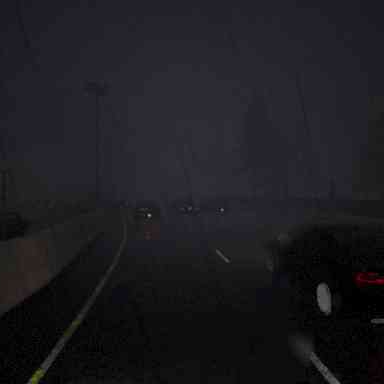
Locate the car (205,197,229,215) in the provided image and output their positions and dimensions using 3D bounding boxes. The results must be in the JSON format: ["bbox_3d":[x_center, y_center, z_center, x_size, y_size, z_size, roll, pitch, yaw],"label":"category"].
[{"bbox_3d":[1.958,1.284,31.391,1.837,1.490,4.892,0,0,-17],"label":"car"}]

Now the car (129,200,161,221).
[{"bbox_3d":[-3.507,1.339,25.138,1.837,1.490,4.892,0,0,-14],"label":"car"}]

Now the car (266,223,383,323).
[{"bbox_3d":[3.113,1.420,7.253,1.882,1.535,5.008,0,0,-4],"label":"car"}]

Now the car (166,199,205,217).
[{"bbox_3d":[-0.881,1.350,28.928,2.033,1.411,5.357,0,0,-17],"label":"car"}]

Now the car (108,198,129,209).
[{"bbox_3d":[-9.093,1.339,40.903,1.895,1.301,4.718,0,0,-24],"label":"car"}]
